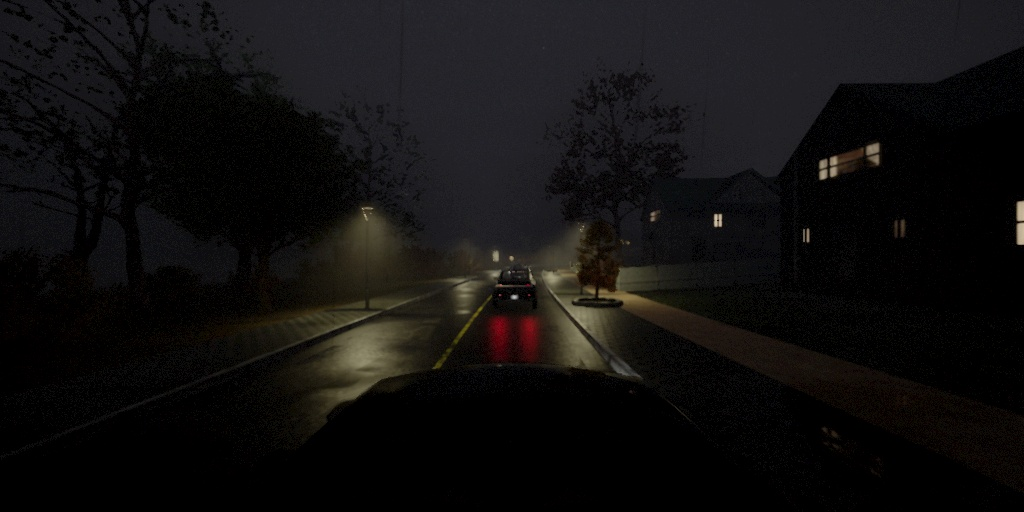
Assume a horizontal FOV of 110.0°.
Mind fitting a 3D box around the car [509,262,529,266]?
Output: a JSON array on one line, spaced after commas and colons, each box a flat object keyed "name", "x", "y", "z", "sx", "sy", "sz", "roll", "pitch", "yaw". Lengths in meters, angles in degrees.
[{"name": "car", "x": 0.818, "y": 1.490, "z": 31.008, "sx": 2.128, "sy": 1.511, "sz": 4.902, "roll": 0, "pitch": 0, "yaw": 4}]

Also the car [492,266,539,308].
[{"name": "car", "x": 0.166, "y": 1.374, "z": 16.067, "sx": 2.128, "sy": 1.511, "sz": 4.902, "roll": 0, "pitch": 0, "yaw": 2}]
